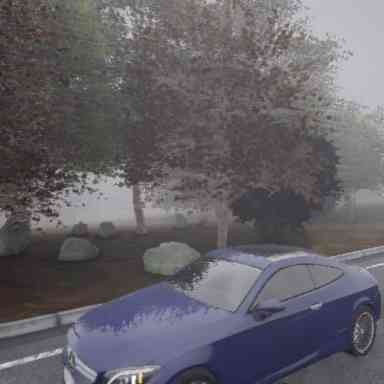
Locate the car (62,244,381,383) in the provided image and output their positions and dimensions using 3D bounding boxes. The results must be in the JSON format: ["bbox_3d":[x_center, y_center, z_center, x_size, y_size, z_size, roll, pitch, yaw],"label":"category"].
[{"bbox_3d":[0.749,1.511,4.470,4.674,1.442,1.812,0,0,-35],"label":"car"}]
